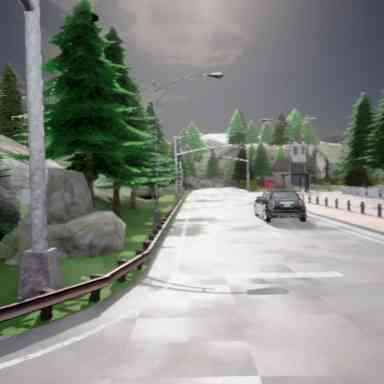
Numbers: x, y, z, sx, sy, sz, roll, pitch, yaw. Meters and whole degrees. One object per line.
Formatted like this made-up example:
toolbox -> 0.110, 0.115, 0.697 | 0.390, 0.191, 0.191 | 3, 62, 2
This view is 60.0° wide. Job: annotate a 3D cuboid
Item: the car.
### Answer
car -> 4.814, 0.612, 18.839 | 2.097, 1.767, 4.553 | -1, 2, 1
